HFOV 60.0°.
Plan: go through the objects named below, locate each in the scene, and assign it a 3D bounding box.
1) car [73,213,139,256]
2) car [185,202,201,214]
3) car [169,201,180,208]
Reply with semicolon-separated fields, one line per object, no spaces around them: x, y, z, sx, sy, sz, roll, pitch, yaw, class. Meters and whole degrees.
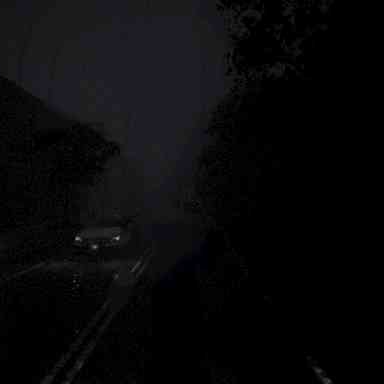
-3.344;1.631;13.759;1.812;1.442;4.674;0;0;0;car
0.131;1.941;41.673;1.994;1.385;4.181;0;-1;0;car
-3.095;2.239;59.187;1.895;1.301;4.718;0;-1;1;car
